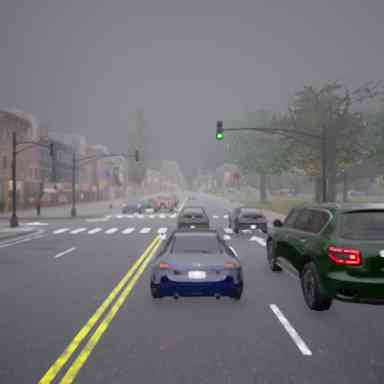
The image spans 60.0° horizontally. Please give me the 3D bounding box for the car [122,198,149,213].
[{"bbox_3d":[-6.618,1.476,38.410,2.097,1.767,4.553,0,0,0],"label":"car"}]

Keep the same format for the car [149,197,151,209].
[{"bbox_3d":[-6.616,1.640,47.011,1.994,1.385,4.181,0,0,0],"label":"car"}]

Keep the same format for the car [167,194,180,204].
[{"bbox_3d":[-3.321,1.308,61.317,2.097,1.767,4.553,0,0,0],"label":"car"}]

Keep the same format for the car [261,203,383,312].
[{"bbox_3d":[3.329,1.260,7.903,2.150,2.045,5.566,0,-1,1],"label":"car"}]

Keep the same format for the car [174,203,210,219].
[{"bbox_3d":[0.072,1.629,20.563,1.837,1.490,4.892,0,0,0],"label":"car"}]

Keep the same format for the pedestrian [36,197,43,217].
[{"bbox_3d":[-14.146,1.329,30.703,0.375,1.860,0.375,0,-1,0],"label":"pedestrian"}]

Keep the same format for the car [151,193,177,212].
[{"bbox_3d":[-3.376,1.337,40.688,2.150,2.045,5.566,0,0,0],"label":"car"}]

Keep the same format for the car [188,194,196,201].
[{"bbox_3d":[-0.040,1.323,80.157,2.128,1.511,4.902,0,0,0],"label":"car"}]

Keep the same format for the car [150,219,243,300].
[{"bbox_3d":[0.085,1.612,8.544,1.994,1.385,4.181,0,0,0],"label":"car"}]

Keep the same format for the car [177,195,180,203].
[{"bbox_3d":[-3.356,1.265,51.196,2.150,2.045,5.566,0,0,1],"label":"car"}]

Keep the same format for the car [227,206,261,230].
[{"bbox_3d":[3.321,1.628,20.400,1.837,1.490,4.892,0,0,0],"label":"car"}]

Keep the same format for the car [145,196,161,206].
[{"bbox_3d":[-6.587,1.537,57.343,2.033,1.411,5.357,0,1,1],"label":"car"}]
